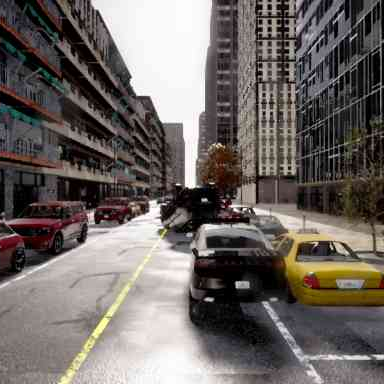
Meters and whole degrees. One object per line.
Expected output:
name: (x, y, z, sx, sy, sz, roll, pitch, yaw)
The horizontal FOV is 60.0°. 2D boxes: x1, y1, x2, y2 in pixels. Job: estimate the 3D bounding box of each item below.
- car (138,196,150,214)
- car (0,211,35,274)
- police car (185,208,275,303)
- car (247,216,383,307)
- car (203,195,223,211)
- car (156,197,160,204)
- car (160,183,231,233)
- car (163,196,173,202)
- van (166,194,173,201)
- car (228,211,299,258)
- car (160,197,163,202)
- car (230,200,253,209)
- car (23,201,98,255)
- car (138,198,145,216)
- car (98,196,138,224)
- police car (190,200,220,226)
car: (-5.766, 1.348, 36.090, 2.192, 1.841, 5.009, 0, 0, 0)
car: (-5.702, 1.443, 7.772, 1.967, 1.590, 4.097, 0, 0, 0)
police car: (0.881, 1.429, 8.426, 1.930, 1.638, 5.238, 0, 0, 0)
car: (2.677, 1.528, 7.961, 1.752, 1.417, 4.829, 0, 0, 0)
car: (2.601, 1.360, 41.771, 2.192, 1.841, 5.009, 0, 0, 0)
car: (-5.832, 1.678, 64.405, 1.947, 1.339, 4.313, 0, 0, 0)
car: (-0.192, 1.208, 18.369, 2.150, 2.045, 5.566, -2, -19, -19)
car: (-5.870, 1.739, 81.394, 1.947, 1.339, 4.313, 0, 0, 0)
van: (-5.883, 1.539, 87.060, 1.690, 1.788, 3.998, 0, 0, 0)
car: (2.664, 1.573, 13.455, 1.947, 1.339, 4.313, 0, 0, 0)
car: (-3.105, 1.582, 46.736, 1.812, 1.442, 4.674, 0, 0, 0)
car: (2.652, 1.451, 19.118, 1.967, 1.590, 4.097, 0, 0, 0)
car: (-5.714, 1.322, 13.436, 2.192, 1.841, 5.009, 0, 0, 0)
car: (-5.754, 1.549, 30.256, 1.752, 1.417, 4.829, 0, 0, 0)
car: (-5.740, 1.331, 24.762, 2.192, 1.841, 5.009, 0, 0, 0)
police car: (0.845, 1.441, 24.426, 1.930, 1.638, 5.238, 0, 0, 0)
